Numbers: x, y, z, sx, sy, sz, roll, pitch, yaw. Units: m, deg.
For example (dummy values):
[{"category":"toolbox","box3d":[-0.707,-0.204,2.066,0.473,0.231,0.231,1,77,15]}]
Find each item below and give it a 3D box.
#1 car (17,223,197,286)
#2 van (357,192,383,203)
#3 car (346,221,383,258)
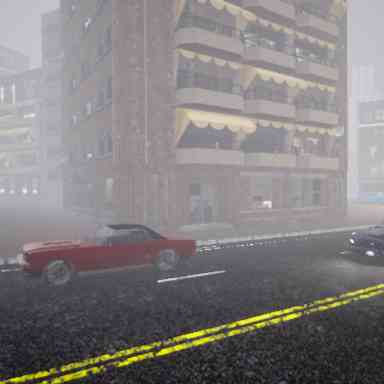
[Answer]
[{"category":"car","box3d":[-2.318,1.598,9.465,4.718,1.301,1.895,0,0,-31]},{"category":"van","box3d":[29.868,0.855,55.539,3.998,1.788,1.690,1,0,26]},{"category":"car","box3d":[7.860,1.539,11.836,5.357,1.411,2.033,0,0,-32]}]
